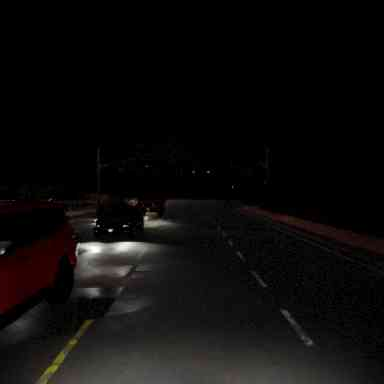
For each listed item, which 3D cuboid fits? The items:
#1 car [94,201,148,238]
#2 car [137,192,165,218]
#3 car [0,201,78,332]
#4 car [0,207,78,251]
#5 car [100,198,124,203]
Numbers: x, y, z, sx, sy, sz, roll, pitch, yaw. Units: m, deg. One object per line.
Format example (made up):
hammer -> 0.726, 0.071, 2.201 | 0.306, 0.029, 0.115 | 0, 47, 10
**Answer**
car -> -3.667, 1.458, 17.325 | 1.837, 1.490, 4.892 | 0, 0, 0
car -> -3.649, 1.054, 30.162 | 2.150, 2.045, 5.566 | 0, 0, 0
car -> -3.625, 1.209, 5.259 | 2.150, 2.045, 5.566 | 0, 0, 0
car -> -7.165, 1.508, 15.245 | 2.033, 1.411, 5.357 | 0, 0, 0
car -> -7.149, 1.317, 30.175 | 1.882, 1.535, 5.008 | 0, 0, 0
